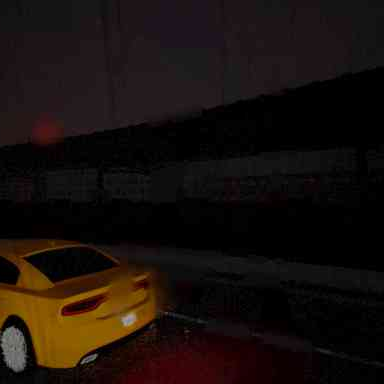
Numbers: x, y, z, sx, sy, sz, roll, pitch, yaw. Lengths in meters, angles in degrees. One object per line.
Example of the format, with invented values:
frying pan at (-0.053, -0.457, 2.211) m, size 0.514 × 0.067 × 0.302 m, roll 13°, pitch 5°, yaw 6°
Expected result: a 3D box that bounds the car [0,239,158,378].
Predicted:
car at (-2.900, 1.560, 5.672) m, size 5.008 × 1.535 × 1.882 m, roll -1°, pitch -1°, yaw 32°
